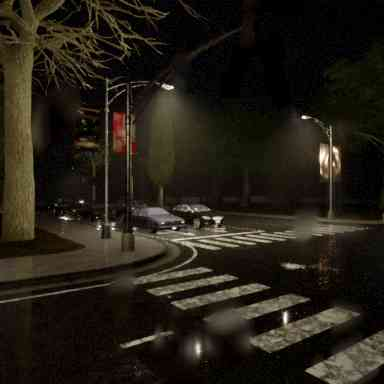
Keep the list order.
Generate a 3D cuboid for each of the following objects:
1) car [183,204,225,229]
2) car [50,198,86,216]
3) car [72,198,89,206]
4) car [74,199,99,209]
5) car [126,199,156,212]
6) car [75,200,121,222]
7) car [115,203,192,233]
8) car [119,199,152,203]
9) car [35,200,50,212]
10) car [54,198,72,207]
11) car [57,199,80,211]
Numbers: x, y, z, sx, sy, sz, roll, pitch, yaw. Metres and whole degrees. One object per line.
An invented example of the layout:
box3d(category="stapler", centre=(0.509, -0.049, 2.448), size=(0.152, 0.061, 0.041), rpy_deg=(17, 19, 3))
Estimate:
box3d(category="car", centre=(0.132, 1.567, 22.297), size=(2.128, 1.511, 4.902), rpy_deg=(0, 0, -36))
box3d(category="car", centre=(-13.179, 1.666, 35.066), size=(1.837, 1.490, 4.892), rpy_deg=(0, 0, -36))
box3d(category="car", centre=(-21.049, 1.936, 62.793), size=(1.812, 1.442, 4.674), rpy_deg=(0, -1, -35))
box3d(category="car", centre=(-16.118, 1.828, 50.488), size=(2.033, 1.411, 5.357), rpy_deg=(0, -1, -35))
box3d(category="car", centre=(-6.663, 1.711, 43.017), size=(1.837, 1.490, 4.892), rpy_deg=(0, 0, -36))
box3d(category="car", centre=(-7.976, 1.676, 27.903), size=(1.994, 1.385, 4.181), rpy_deg=(0, 0, -36))
box3d(category="car", centre=(-2.543, 1.613, 20.427), size=(2.033, 1.411, 5.357), rpy_deg=(0, 0, -36))
box3d(category="car", centre=(-5.290, 1.473, 29.738), size=(2.097, 1.767, 4.553), rpy_deg=(0, 0, -36))
box3d(category="car", centre=(-19.048, 1.793, 43.193), size=(1.994, 1.385, 4.181), rpy_deg=(0, -1, -35))
box3d(category="car", centre=(-23.703, 1.905, 60.932), size=(1.837, 1.490, 4.892), rpy_deg=(0, -1, -36))
box3d(category="car", centre=(-17.117, 1.773, 46.074), size=(1.812, 1.442, 4.674), rpy_deg=(0, -1, -36))
